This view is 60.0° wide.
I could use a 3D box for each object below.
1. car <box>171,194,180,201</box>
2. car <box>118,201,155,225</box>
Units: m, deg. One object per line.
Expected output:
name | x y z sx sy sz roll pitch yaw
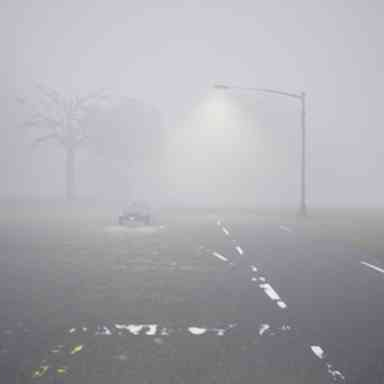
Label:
car | -3.558 1.127 71.793 2.033 1.411 5.357 0 0 0
car | -3.486 1.290 21.600 1.812 1.442 4.674 1 0 0
